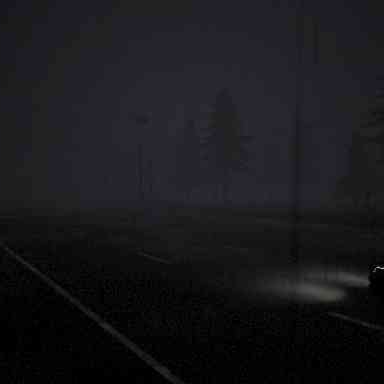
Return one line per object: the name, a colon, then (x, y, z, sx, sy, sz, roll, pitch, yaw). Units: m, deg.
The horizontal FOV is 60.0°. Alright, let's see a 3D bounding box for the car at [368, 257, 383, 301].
car: (5.447, 1.522, 5.396, 1.812, 1.442, 4.674, 0, 1, -38)
